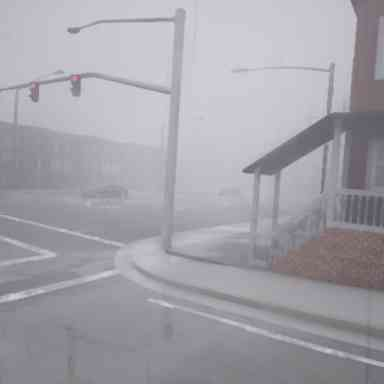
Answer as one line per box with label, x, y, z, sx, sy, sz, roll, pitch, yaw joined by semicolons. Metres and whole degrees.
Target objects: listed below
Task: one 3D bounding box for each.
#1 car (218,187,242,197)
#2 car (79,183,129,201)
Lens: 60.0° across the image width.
car;5.632;-0.024;49.075;1.837;1.490;4.892;6;3;36
car;-7.934;-0.038;30.316;1.837;1.490;4.892;6;3;36
